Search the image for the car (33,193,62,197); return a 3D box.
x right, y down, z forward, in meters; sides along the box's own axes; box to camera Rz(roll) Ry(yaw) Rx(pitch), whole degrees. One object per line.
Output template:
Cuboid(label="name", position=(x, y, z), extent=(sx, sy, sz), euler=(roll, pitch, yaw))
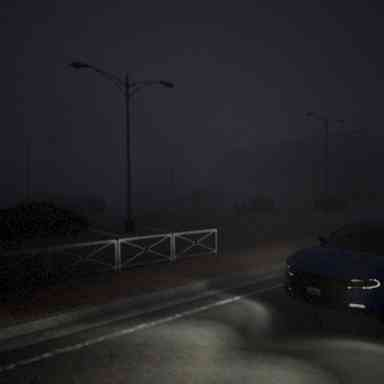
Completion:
Cuboid(label="car", position=(-16.459, 1.205, 40.643), extent=(4.514, 1.523, 2.007), euler=(-1, 1, -38))

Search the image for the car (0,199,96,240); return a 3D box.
Cuboid(label="car", position=(-7.390, 1.316, 16.143), extent=(4.514, 1.523, 2.007), euler=(-1, 1, -38))

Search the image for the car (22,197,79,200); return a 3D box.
Cuboid(label="car", position=(-9.336, 1.314, 18.605), extent=(5.027, 1.636, 2.152), euler=(-1, 1, -38))

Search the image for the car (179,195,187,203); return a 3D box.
Cuboid(label="car", position=(0.027, 0.688, 48.860), extent=(3.866, 1.878, 1.905), euler=(-1, 1, -38))

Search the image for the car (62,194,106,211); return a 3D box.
Cuboid(label="car", position=(-10.427, 1.206, 32.676), extent=(3.633, 1.501, 1.845), euler=(-1, 1, -38))

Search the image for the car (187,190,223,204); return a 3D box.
Cuboid(label="car", position=(2.118, 0.696, 46.801), extent=(4.605, 1.855, 1.932), euler=(-1, 1, -38))

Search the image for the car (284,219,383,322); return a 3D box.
Cuboid(label="car", position=(4.022, 1.366, 7.156), extent=(5.008, 1.535, 1.882), euler=(-1, 1, -38))

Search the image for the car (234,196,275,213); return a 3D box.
Cuboid(label="car", position=(5.587, 1.070, 29.816), extent=(3.806, 1.475, 1.970), euler=(-1, 1, -38))

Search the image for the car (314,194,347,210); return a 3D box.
Cuboid(label="car", position=(13.292, 0.935, 31.951), extent=(3.633, 1.501, 1.845), euler=(-1, 1, -38))

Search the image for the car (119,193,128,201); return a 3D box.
Cuboid(label="car", position=(-11.888, 0.889, 63.934), extent=(3.806, 1.475, 1.970), euler=(-1, 1, -38))

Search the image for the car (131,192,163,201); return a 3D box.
Cuboid(label="car", position=(-7.737, 0.792, 59.029), extent=(5.027, 1.636, 2.152), euler=(-1, 1, -38))

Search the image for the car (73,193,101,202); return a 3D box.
Cuboid(label="car", position=(-19.712, 1.075, 62.567), extent=(4.514, 1.523, 2.007), euler=(-1, 1, -38))
